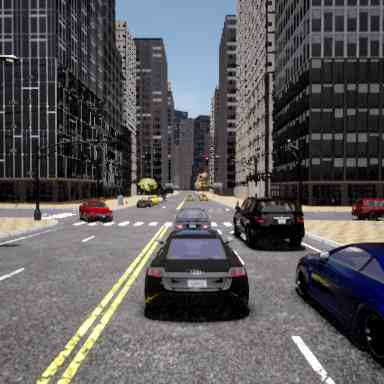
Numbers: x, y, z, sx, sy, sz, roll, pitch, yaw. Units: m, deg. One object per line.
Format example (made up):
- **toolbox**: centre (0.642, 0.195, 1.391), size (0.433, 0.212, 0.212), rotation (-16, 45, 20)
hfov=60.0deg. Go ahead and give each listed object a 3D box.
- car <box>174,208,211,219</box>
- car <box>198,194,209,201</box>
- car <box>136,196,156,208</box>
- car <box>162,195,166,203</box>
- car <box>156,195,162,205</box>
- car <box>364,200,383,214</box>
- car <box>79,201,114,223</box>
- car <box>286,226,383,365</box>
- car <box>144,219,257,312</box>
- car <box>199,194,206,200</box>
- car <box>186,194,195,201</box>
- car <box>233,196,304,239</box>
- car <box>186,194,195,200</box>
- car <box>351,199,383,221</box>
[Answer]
- **car**: centre (0.021, 1.534, 17.014), size (2.033, 1.411, 5.357), rotation (0, 0, 0)
- **car**: centre (2.885, 1.376, 78.662), size (1.882, 1.535, 5.008), rotation (0, 0, 0)
- **car**: centre (-6.814, 1.517, 48.188), size (1.994, 1.385, 4.181), rotation (0, 0, 0)
- **car**: centre (-6.839, 1.452, 66.565), size (1.812, 1.442, 4.674), rotation (0, 0, 0)
- **car**: centre (-6.848, 1.418, 57.117), size (1.882, 1.535, 5.008), rotation (0, 0, 0)
- **car**: centre (21.642, 1.634, 36.246), size (4.829, 1.417, 1.752), rotation (1, 0, 1)
- **car**: centre (-7.403, 1.475, 25.673), size (1.882, 1.535, 5.008), rotation (2, -1, -28)
- **car**: centre (3.334, 1.560, 5.824), size (1.994, 1.385, 4.181), rotation (0, 0, -1)
- **car**: centre (0.066, 1.558, 7.793), size (1.994, 1.385, 4.181), rotation (0, 0, -1)
- **car**: centre (2.836, 1.220, 89.079), size (1.837, 1.490, 4.892), rotation (0, 0, 0)
- **car**: centre (-0.365, 1.376, 78.647), size (1.882, 1.535, 5.008), rotation (0, 0, 0)
- **car**: centre (3.305, 1.209, 15.244), size (2.150, 2.045, 5.566), rotation (0, 0, -2)
- **car**: centre (-0.414, 1.245, 89.064), size (2.128, 1.511, 4.902), rotation (0, 0, 0)
- **car**: centre (16.072, 1.512, 27.933), size (5.009, 1.841, 2.192), rotation (1, 0, 1)
